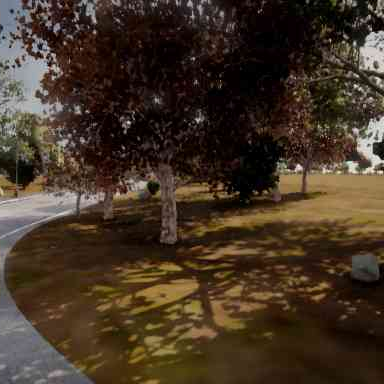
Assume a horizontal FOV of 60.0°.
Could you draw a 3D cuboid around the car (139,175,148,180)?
[{"bbox_3d":[-10.275,-3.448,72.091,2.097,1.767,4.553,0,5,4],"label":"car"}]
